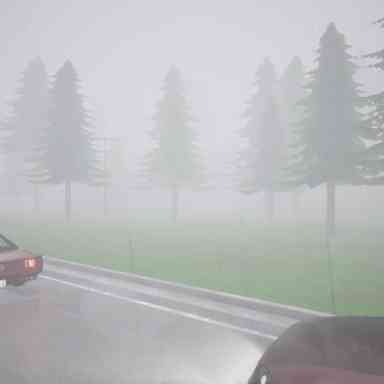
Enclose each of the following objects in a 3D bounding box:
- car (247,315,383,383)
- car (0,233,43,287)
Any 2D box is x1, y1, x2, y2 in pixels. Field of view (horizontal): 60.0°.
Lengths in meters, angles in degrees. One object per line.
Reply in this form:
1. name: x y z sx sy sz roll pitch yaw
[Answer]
1. car: 2.458 1.564 2.239 4.181 1.385 1.994 0 0 36
2. car: -5.751 1.601 8.085 4.718 1.301 1.895 0 0 35
